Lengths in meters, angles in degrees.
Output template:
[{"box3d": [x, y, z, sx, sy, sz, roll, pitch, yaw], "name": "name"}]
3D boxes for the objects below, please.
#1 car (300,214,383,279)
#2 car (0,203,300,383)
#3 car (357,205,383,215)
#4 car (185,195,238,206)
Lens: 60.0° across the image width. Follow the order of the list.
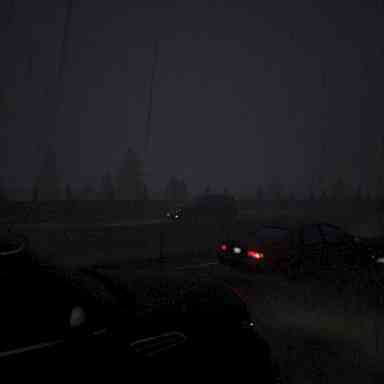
[{"box3d": [3.337, 1.558, 9.774, 5.357, 1.411, 2.033, 0, 0, -29], "name": "car"}, {"box3d": [-1.942, 1.216, 2.284, 5.566, 2.045, 2.150, 0, 0, -35], "name": "car"}, {"box3d": [13.159, 1.616, 22.332, 5.357, 1.411, 2.033, 0, 0, -21], "name": "car"}, {"box3d": [0.809, 1.238, 24.446, 5.566, 2.045, 2.150, 0, 0, -27], "name": "car"}]
